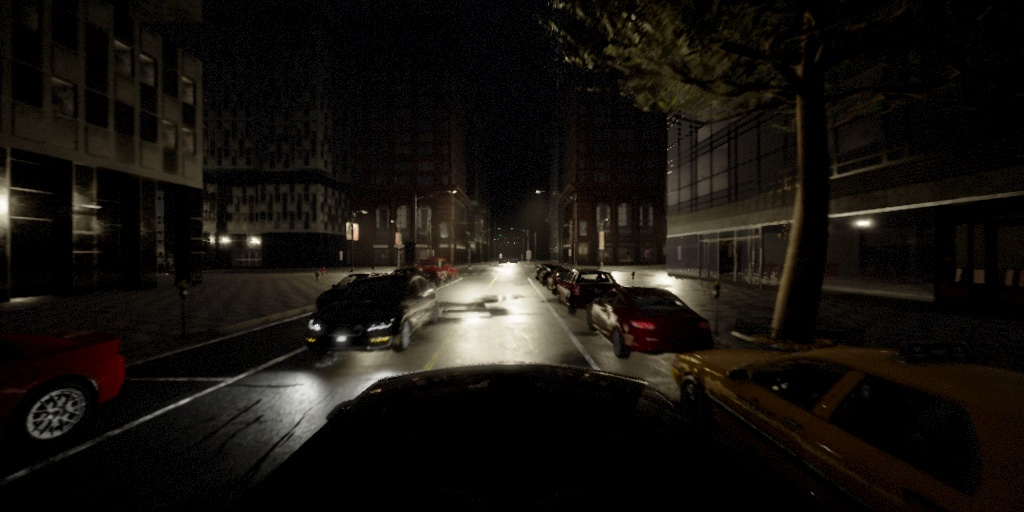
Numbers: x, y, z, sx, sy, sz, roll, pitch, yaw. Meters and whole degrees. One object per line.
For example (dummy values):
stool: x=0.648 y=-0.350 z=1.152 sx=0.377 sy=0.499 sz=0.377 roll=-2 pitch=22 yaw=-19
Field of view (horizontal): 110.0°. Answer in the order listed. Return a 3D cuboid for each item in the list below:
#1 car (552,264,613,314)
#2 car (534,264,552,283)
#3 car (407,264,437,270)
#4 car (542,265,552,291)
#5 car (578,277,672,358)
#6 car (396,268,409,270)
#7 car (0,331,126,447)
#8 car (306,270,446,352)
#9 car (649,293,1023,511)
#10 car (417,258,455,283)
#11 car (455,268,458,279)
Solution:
car: x=2.855 y=1.196 z=13.801 sx=1.967 sy=1.591 sz=4.097 roll=0 pitch=0 yaw=0
car: x=2.853 y=1.335 z=25.079 sx=1.948 sy=1.339 sz=4.313 roll=0 pitch=0 yaw=0
car: x=-5.672 y=1.329 z=19.442 sx=1.948 sy=1.339 sz=4.313 roll=0 pitch=0 yaw=0
car: x=2.854 y=1.345 z=19.440 sx=1.802 sy=1.307 sz=4.207 roll=0 pitch=0 yaw=0
car: x=2.856 y=1.335 z=8.161 sx=1.802 sy=1.307 sz=4.207 roll=0 pitch=0 yaw=0
car: x=-5.671 y=1.322 z=13.804 sx=1.948 sy=1.339 sz=4.313 roll=0 pitch=0 yaw=0
car: x=-5.668 y=1.295 z=2.527 sx=1.888 sy=1.381 sz=4.507 roll=0 pitch=0 yaw=0
car: x=-3.102 y=1.258 z=8.956 sx=1.837 sy=1.490 sz=4.892 roll=0 pitch=0 yaw=0
car: x=2.857 y=1.276 z=2.693 sx=1.751 sy=1.417 sz=4.829 roll=0 pitch=0 yaw=0
car: x=-5.673 y=1.084 z=25.080 sx=2.192 sy=1.841 sz=5.009 roll=0 pitch=0 yaw=0
car: x=-5.674 y=1.361 z=30.719 sx=1.802 sy=1.307 sz=4.207 roll=0 pitch=0 yaw=0
